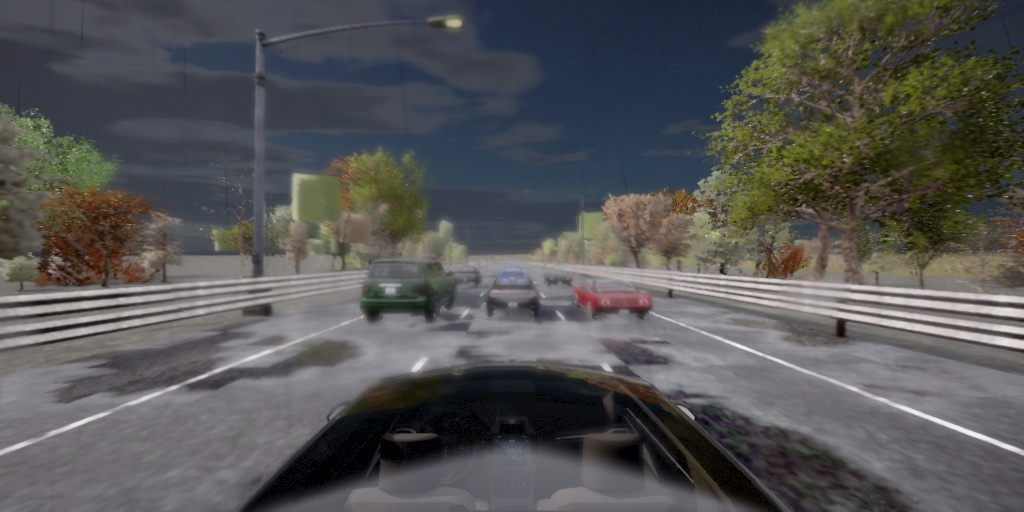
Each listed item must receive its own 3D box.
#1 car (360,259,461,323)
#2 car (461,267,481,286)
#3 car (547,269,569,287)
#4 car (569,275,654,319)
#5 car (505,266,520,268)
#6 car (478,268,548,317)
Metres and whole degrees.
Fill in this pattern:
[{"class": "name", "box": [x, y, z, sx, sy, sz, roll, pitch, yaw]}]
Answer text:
[{"class": "car", "box": [-3.463, 1.118, 12.971, 2.150, 2.045, 5.566, 0, -1, 1]}, {"class": "car", "box": [-3.460, 1.598, 29.074, 2.128, 1.511, 4.902, 0, -1, 0]}, {"class": "car", "box": [3.538, 1.700, 28.478, 1.895, 1.301, 4.718, 0, -1, 0]}, {"class": "car", "box": [3.540, 1.503, 13.485, 1.895, 1.301, 4.718, 0, -1, 0]}, {"class": "car", "box": [0.050, 1.600, 30.288, 1.882, 1.535, 5.008, 0, 0, 0]}, {"class": "car", "box": [0.045, 1.402, 14.075, 2.128, 1.511, 4.902, 0, -1, 0]}]
